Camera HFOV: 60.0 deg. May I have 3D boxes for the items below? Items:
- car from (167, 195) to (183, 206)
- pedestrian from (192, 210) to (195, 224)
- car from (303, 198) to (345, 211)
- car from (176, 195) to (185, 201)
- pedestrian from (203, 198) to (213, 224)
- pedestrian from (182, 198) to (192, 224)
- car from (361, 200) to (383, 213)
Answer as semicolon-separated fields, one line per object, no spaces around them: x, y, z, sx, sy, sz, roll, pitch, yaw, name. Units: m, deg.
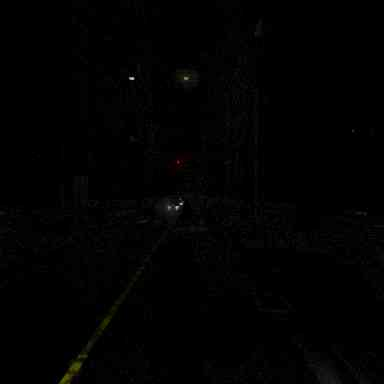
-3.060;1.540;54.808;2.033;1.411;5.357;0;0;0;car
-0.139;1.571;24.200;0.375;1.300;0.375;0;0;0;pedestrian
15.879;1.495;40.105;4.902;1.511;2.128;0;0;0;car
-3.003;1.506;85.305;2.128;1.511;4.902;0;0;0;car
1.144;1.291;23.599;0.375;1.860;0.375;0;0;0;pedestrian
-0.353;1.291;23.000;0.375;1.860;0.375;0;0;0;pedestrian
21.051;1.580;36.832;4.181;1.385;1.994;0;0;0;car
